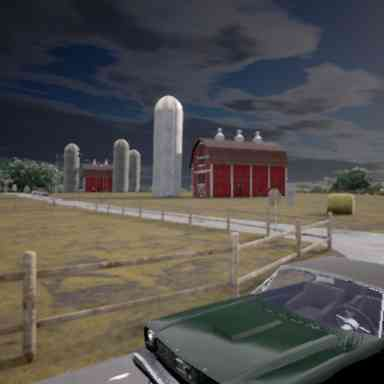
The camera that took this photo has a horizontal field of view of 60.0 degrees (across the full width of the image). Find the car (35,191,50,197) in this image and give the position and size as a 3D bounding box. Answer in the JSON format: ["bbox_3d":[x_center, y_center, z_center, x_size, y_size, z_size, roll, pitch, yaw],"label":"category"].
[{"bbox_3d":[-38.033,0.647,85.362,1.895,1.301,4.718,2,0,-35],"label":"car"}]

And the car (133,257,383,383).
[{"bbox_3d":[1.732,1.617,4.140,4.718,1.301,1.895,0,0,-35],"label":"car"}]
